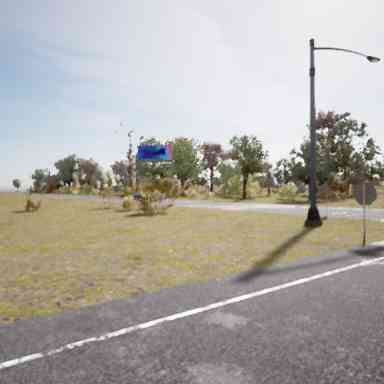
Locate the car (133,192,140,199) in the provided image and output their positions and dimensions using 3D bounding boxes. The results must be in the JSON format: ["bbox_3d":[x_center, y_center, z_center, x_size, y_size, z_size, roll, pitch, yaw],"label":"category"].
[{"bbox_3d":[-10.215,0.777,65.266,1.837,1.490,4.892,-1,1,-34],"label":"car"}]

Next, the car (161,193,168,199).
[{"bbox_3d":[-6.217,0.837,59.356,2.033,1.411,5.357,-1,1,-33],"label":"car"}]
